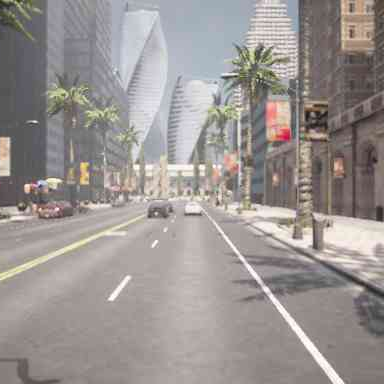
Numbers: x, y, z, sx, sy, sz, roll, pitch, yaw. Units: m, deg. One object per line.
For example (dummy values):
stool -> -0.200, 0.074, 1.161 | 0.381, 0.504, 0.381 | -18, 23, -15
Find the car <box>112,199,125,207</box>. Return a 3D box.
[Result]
car -> -13.787, 2.049, 62.647 | 2.231, 1.521, 4.892 | 0, -1, 0

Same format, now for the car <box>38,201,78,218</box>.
car -> -13.551, 1.664, 33.275 | 2.185, 1.767, 4.553 | 0, -1, 0

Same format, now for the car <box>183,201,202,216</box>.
car -> 0.109, 1.852, 37.193 | 1.812, 1.442, 4.674 | 0, -1, 0

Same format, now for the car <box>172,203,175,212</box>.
car -> -3.444, 1.917, 44.093 | 1.812, 1.442, 4.674 | 0, 0, 0

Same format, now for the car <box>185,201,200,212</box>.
car -> 0.029, 1.977, 47.041 | 1.994, 1.385, 4.181 | 0, -1, 0

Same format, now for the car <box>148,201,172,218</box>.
car -> -3.367, 1.805, 33.674 | 1.837, 1.490, 4.892 | 0, -1, 0
